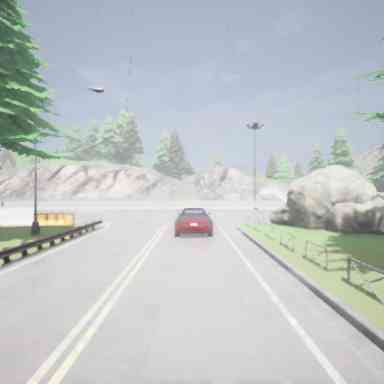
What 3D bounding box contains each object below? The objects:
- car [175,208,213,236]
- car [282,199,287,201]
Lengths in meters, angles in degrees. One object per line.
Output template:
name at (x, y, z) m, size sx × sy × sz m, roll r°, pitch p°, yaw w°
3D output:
car at (0.098, 1.552, 18.285) m, size 1.994 × 1.385 × 4.181 m, roll 0°, pitch 0°, yaw 0°
car at (18.309, 1.384, 54.968) m, size 5.566 × 2.045 × 2.150 m, roll 0°, pitch 0°, yaw 0°
